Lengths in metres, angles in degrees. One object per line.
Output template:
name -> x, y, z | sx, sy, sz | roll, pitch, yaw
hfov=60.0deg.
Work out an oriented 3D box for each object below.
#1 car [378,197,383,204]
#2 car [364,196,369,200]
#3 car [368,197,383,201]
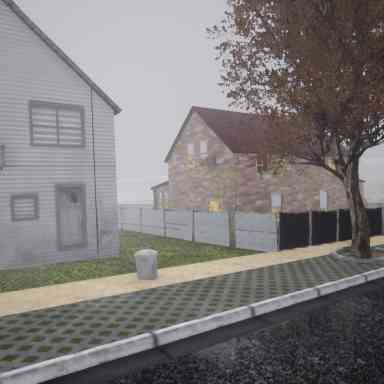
car -> 38.493, 1.659, 64.929 | 1.994, 1.385, 4.181 | -2, 0, 0
car -> 38.577, 1.611, 74.943 | 2.128, 1.511, 4.902 | -2, 0, 0
car -> 31.857, 1.862, 55.327 | 1.895, 1.301, 4.718 | -2, 0, 1
